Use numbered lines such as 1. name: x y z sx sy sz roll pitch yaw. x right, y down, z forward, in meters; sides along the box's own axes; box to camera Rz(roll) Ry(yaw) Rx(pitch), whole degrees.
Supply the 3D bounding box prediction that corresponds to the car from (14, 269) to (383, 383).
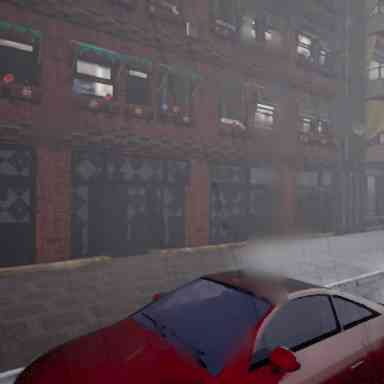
1. car: 0.478 1.573 3.290 4.181 1.385 1.994 0 0 -36
